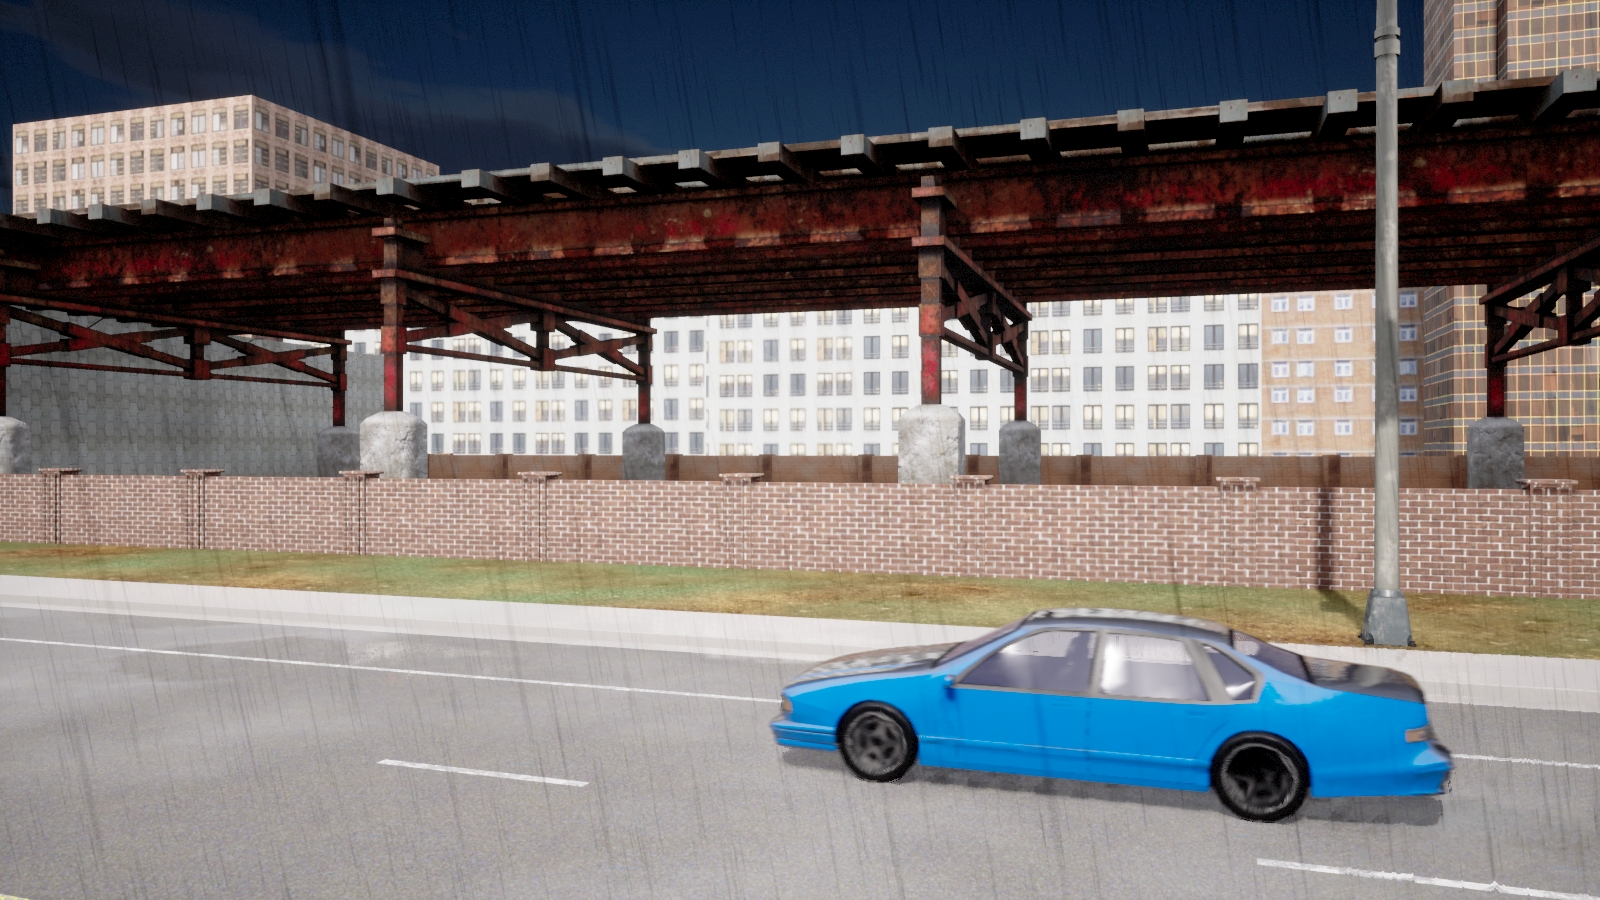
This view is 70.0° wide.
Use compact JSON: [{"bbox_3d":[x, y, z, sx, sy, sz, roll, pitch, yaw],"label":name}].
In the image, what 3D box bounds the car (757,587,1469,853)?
[{"bbox_3d":[2.493,2.106,9.839,5.357,1.411,2.033,0,0,20],"label":"car"}]
